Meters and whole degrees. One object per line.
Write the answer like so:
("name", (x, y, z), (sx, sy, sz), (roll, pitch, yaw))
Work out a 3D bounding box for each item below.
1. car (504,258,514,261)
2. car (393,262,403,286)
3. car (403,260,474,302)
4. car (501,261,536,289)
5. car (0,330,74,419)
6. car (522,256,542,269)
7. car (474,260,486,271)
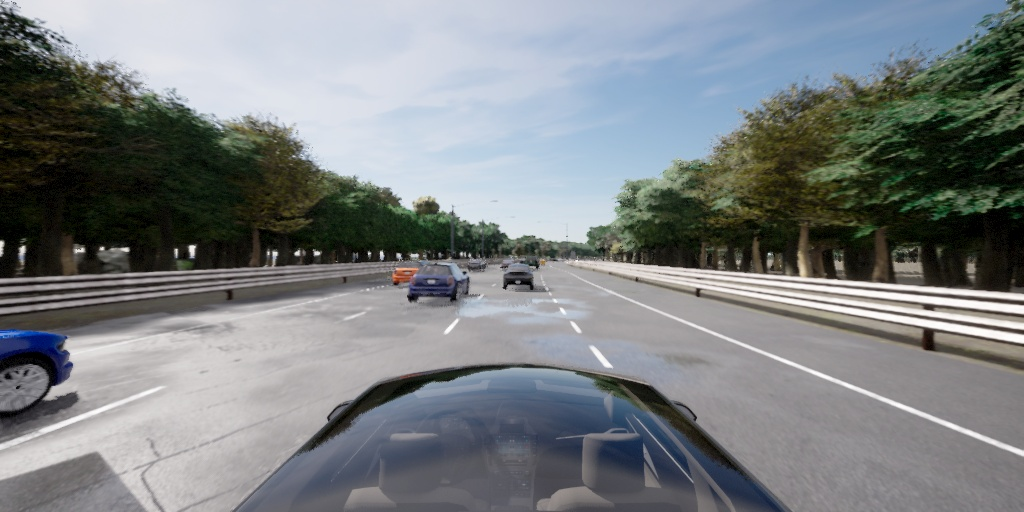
("car", (-0.488, 1.333, 55.941), (2.033, 1.411, 5.357), (0, 0, 7))
("car", (-6.475, 1.081, 24.705), (2.097, 1.767, 4.553), (0, 0, 3))
("car", (-3.275, 1.092, 17.018), (2.097, 1.767, 4.553), (0, 0, 2))
("car", (0.467, 1.269, 23.372), (1.837, 1.490, 4.892), (0, 0, 3))
("car", (-6.983, 1.194, 2.802), (1.882, 1.535, 5.008), (0, 0, 0))
("car", (3.307, 1.030, 58.291), (2.150, 2.045, 5.566), (0, 0, 7))
("car", (-4.748, 1.247, 48.704), (2.128, 1.511, 4.902), (0, 0, 6))
